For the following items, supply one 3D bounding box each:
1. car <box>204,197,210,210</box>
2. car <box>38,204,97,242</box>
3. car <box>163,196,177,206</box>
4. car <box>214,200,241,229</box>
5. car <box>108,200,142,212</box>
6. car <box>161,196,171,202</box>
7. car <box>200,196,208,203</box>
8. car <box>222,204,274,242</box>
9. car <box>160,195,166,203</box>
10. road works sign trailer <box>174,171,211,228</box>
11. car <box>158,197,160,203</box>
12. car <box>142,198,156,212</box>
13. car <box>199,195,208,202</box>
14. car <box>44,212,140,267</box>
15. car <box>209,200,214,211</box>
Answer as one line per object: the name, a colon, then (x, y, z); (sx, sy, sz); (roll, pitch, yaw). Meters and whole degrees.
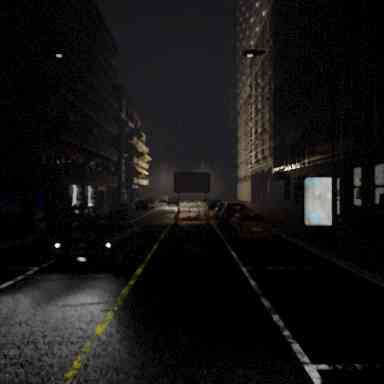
car: (2.695, 1.541, 38.546); (1.947, 1.339, 4.313); (0, 0, 0)
car: (-5.689, 1.428, 15.953); (1.967, 1.590, 4.097); (0, 0, 0)
car: (-3.063, 1.573, 53.185); (1.895, 1.301, 4.718); (0, 0, 0)
car: (2.693, 1.424, 21.599); (1.967, 1.590, 4.097); (0, 0, 0)
car: (-5.687, 1.531, 27.249); (2.008, 1.369, 4.403); (0, 0, 0)
car: (-5.682, 1.554, 72.438); (1.802, 1.307, 4.206); (0, 0, 0)
car: (2.698, 1.516, 66.788); (1.887, 1.381, 4.507); (0, 0, 0)
car: (2.692, 1.513, 16.122); (1.752, 1.417, 4.829); (0, 0, 0)
car: (-5.683, 1.412, 66.789); (1.967, 1.590, 4.097); (0, 0, 0)
road works sign trailer: (0.003, 0.448, 21.758); (2.380, 3.560, 2.880); (0, 0, 0)
car: (-5.686, 1.499, 44.026); (1.752, 1.417, 4.829); (0, 0, 0)
car: (-5.686, 1.541, 38.546); (1.947, 1.339, 4.313); (0, 0, 0)
car: (2.699, 1.523, 78.086); (2.008, 1.369, 4.403); (0, 0, 0)
car: (-3.098, 1.592, 11.585); (1.895, 1.301, 4.718); (0, 0, 0)
car: (2.693, 1.531, 27.249); (2.008, 1.369, 4.403); (0, 0, 0)
